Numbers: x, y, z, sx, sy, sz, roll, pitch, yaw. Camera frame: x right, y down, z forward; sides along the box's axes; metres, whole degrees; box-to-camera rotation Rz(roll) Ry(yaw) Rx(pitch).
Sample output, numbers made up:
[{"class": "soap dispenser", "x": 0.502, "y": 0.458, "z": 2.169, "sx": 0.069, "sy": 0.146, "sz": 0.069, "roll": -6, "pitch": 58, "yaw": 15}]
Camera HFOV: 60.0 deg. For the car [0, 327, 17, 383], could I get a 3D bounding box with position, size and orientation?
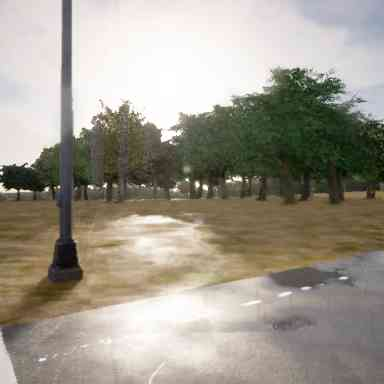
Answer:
[{"class": "car", "x": -3.462, "y": 1.601, "z": 1.545, "sx": 4.718, "sy": 1.301, "sz": 1.895, "roll": 1, "pitch": -1, "yaw": -35}]
